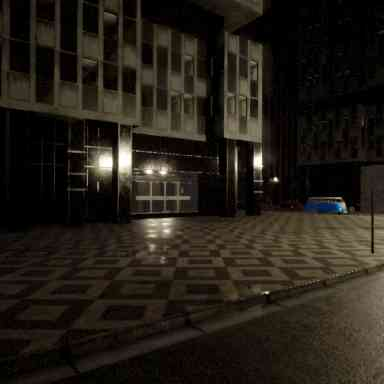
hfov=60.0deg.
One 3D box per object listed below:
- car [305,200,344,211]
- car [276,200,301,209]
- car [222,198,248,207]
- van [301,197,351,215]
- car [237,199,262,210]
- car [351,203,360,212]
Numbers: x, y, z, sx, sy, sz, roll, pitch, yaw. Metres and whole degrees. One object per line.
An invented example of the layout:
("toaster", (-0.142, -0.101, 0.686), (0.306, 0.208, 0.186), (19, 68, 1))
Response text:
("car", (17.378, 1.749, 43.720), (2.008, 1.369, 4.403), (0, 0, -36))
("car", (14.093, 1.819, 48.315), (1.802, 1.307, 4.206), (0, 0, -36))
("car", (7.423, 1.840, 57.643), (1.752, 1.417, 4.829), (0, 0, -36))
("van", (13.734, 1.425, 34.161), (1.690, 1.788, 3.998), (0, 0, -36))
("car", (7.164, 1.706, 43.350), (1.887, 1.381, 4.507), (0, 0, -36))
("car", (20.664, 1.725, 39.125), (1.947, 1.339, 4.313), (0, 0, -36))
